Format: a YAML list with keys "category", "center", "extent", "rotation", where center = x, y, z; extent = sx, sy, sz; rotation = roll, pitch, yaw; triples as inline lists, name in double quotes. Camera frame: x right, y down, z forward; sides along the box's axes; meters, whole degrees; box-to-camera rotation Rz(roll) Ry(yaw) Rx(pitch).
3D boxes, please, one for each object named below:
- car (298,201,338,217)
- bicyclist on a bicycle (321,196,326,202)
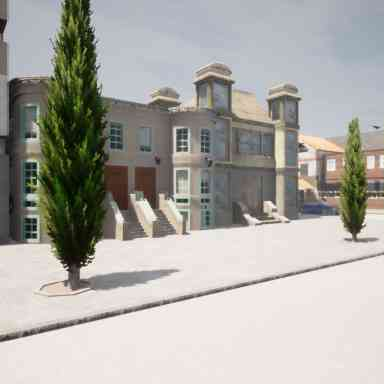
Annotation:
- category: "car"
  center: [12.253, 1.564, 31.579]
  extent: [1.994, 1.385, 4.181]
  rotation: [0, 0, -35]
- category: "bicyclist on a bicycle"
  center: [16.051, 1.349, 40.717]
  extent: [1.656, 1.620, 0.582]
  rotation: [0, 0, -35]
